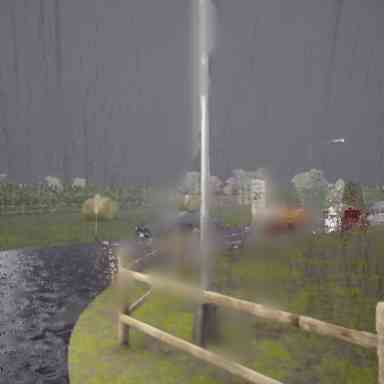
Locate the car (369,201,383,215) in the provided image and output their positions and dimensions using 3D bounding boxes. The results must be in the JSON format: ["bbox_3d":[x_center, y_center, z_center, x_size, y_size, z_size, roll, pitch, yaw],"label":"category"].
[{"bbox_3d":[21.905,1.802,37.731,4.892,1.490,1.837,0,0,-38],"label":"car"}]

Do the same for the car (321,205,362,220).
[{"bbox_3d":[14.112,1.870,31.409,4.718,1.301,1.895,0,0,-40],"label":"car"}]

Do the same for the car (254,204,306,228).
[{"bbox_3d":[6.621,1.714,24.850,5.008,1.535,1.882,0,-1,-42],"label":"car"}]

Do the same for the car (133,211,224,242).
[{"bbox_3d":[-0.542,1.745,18.111,5.357,1.411,2.033,0,-1,-44],"label":"car"}]
